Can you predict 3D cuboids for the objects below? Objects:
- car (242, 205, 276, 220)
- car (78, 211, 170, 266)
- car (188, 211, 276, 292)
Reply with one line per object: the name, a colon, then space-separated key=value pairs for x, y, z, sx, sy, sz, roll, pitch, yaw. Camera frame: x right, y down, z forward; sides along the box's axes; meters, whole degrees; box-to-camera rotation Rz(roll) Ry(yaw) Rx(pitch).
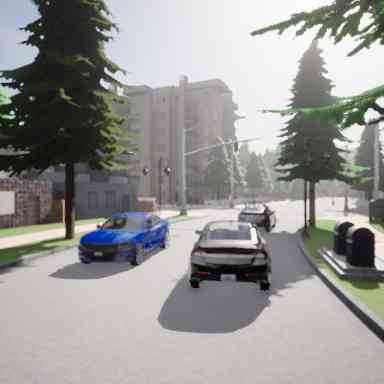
car: x=4.093 y=1.542 z=20.682 sx=2.128 sy=1.511 sz=4.902 roll=0 pitch=0 yaw=21
car: x=-2.183 y=1.504 z=11.943 sx=1.882 sy=1.535 sz=5.008 roll=0 pitch=0 yaw=11
car: x=1.064 y=1.514 z=9.080 sx=2.128 sy=1.511 sz=4.902 roll=0 pitch=0 yaw=8
